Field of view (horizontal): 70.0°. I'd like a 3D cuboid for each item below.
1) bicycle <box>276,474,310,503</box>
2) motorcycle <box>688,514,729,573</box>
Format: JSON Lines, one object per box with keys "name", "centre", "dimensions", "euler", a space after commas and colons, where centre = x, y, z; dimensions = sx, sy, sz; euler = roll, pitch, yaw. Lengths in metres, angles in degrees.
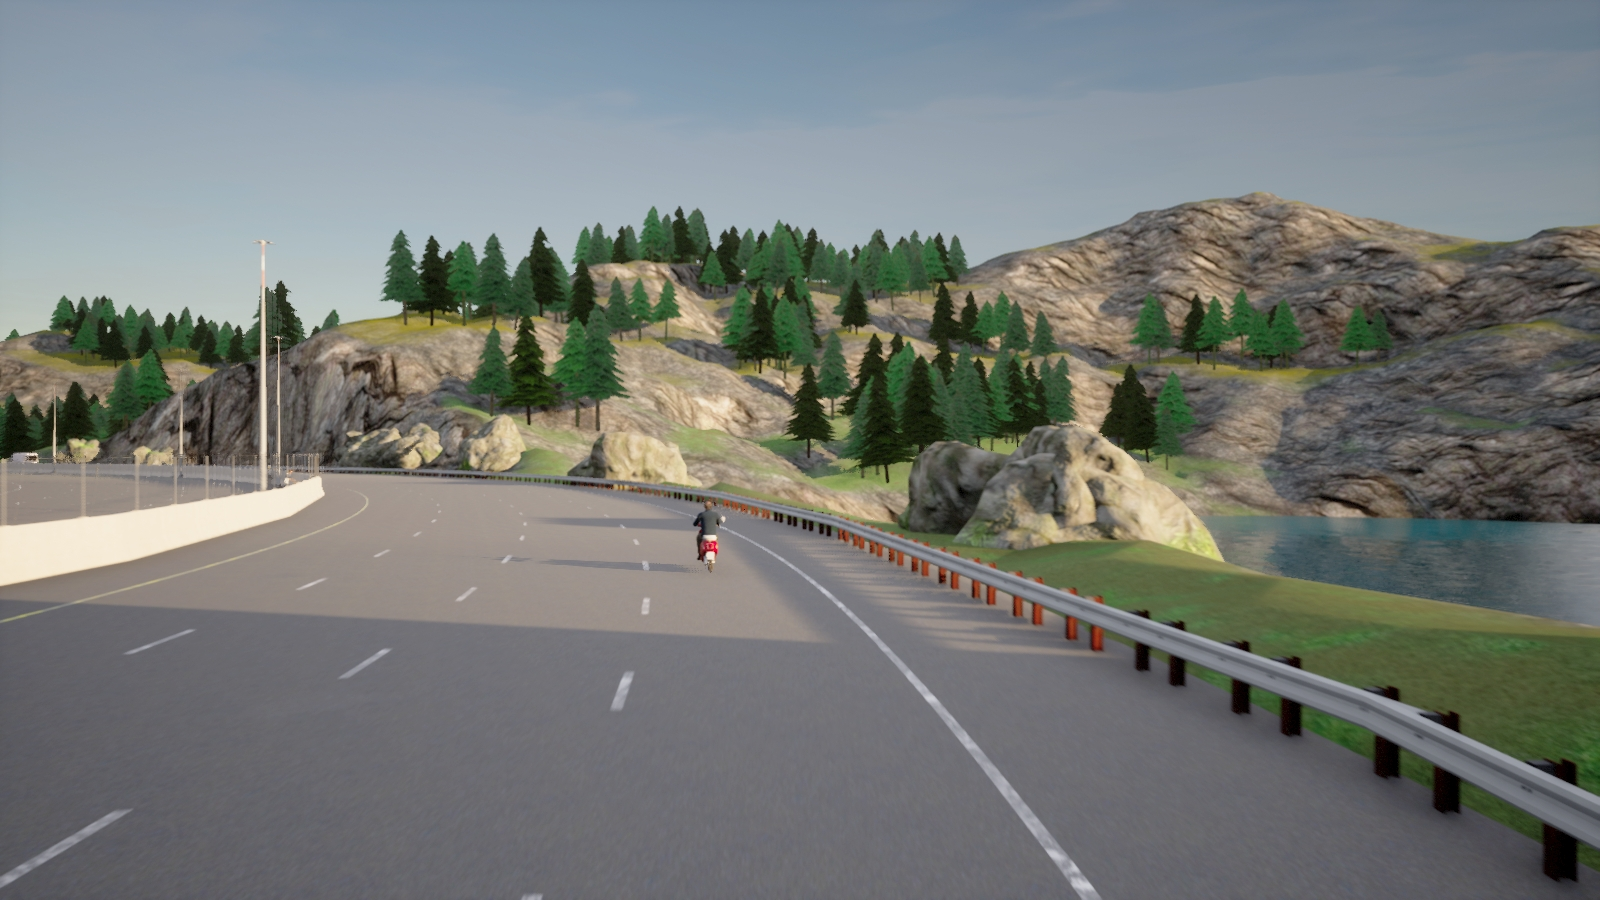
{"name": "bicycle", "centre": [-27.952, 2.105, 63.049], "dimensions": [1.643, 1.514, 0.373], "euler": [-2, -3, -18]}
{"name": "motorcycle", "centre": [-2.186, 2.198, 27.079], "dimensions": [0.856, 1.236, 1.805], "euler": [0, 0, -8]}
